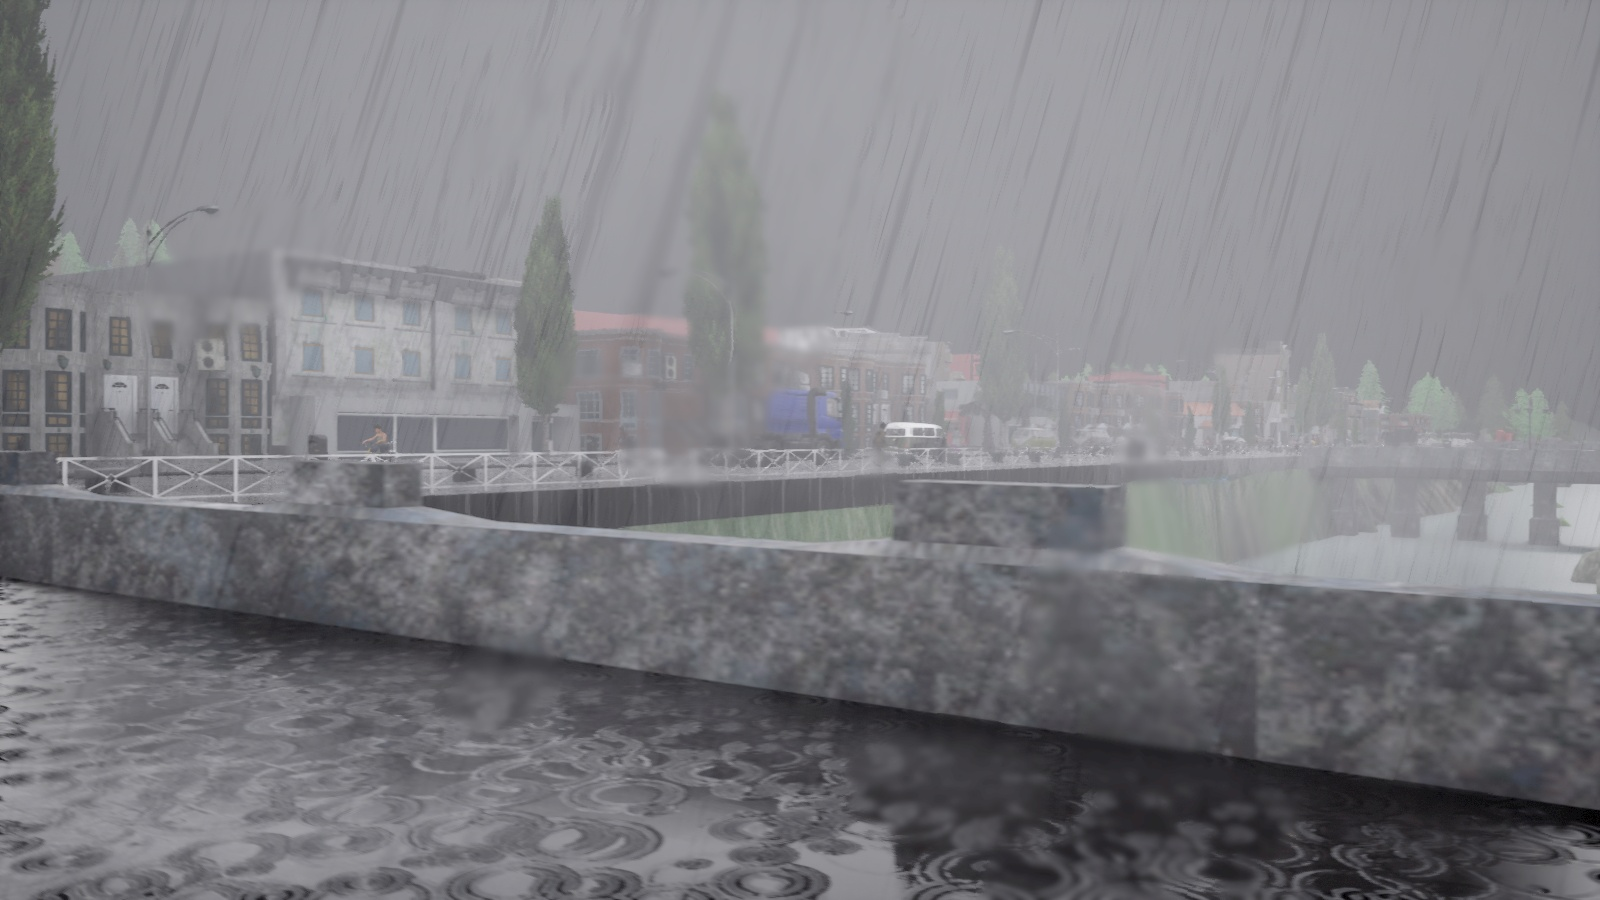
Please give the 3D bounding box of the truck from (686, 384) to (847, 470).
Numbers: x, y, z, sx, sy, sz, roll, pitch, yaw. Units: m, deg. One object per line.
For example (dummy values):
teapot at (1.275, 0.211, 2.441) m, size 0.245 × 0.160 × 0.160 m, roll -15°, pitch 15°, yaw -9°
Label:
truck at (-1.273, -0.978, 54.167) m, size 2.891 × 3.462 × 7.936 m, roll 0°, pitch 1°, yaw 34°

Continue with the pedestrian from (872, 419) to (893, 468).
pedestrian at (3.242, -0.261, 49.295) m, size 0.692 × 1.930 × 0.396 m, roll -1°, pitch 1°, yaw -28°

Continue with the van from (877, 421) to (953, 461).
van at (6.005, -0.489, 65.136) m, size 2.069 × 2.038 × 4.480 m, roll 0°, pitch 1°, yaw 34°

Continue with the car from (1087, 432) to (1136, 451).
car at (22.274, -0.593, 89.642) m, size 1.895 × 1.301 × 4.718 m, roll 0°, pitch 1°, yaw 34°

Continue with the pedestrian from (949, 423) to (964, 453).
pedestrian at (10.400, -0.793, 83.547) m, size 0.659 × 1.952 × 0.873 m, roll 0°, pitch 1°, yaw 32°

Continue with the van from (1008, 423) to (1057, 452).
van at (16.307, -0.863, 87.883) m, size 1.775 × 1.987 × 4.442 m, roll 0°, pitch 1°, yaw 34°
